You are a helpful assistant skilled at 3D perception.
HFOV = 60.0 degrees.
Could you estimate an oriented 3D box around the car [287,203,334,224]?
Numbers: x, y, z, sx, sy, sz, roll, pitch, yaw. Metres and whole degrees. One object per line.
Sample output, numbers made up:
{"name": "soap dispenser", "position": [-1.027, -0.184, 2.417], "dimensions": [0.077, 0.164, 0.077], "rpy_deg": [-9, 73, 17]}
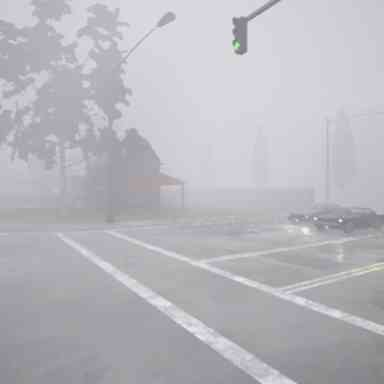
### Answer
{"name": "car", "position": [8.951, 1.449, 22.949], "dimensions": [5.357, 1.411, 2.033], "rpy_deg": [0, 0, -34]}

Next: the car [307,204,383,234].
{"name": "car", "position": [8.869, 1.521, 18.646], "dimensions": [4.718, 1.301, 1.895], "rpy_deg": [0, 0, -35]}
